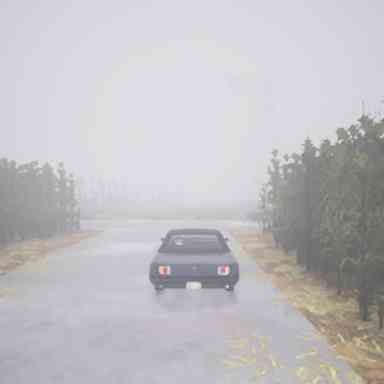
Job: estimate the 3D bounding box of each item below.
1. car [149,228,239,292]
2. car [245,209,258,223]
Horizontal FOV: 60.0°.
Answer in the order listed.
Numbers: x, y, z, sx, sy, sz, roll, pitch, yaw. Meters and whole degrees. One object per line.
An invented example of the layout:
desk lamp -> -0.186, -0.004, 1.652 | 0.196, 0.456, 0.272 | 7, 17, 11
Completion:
car -> 0.064, 1.639, 9.031 | 1.895, 1.301, 4.718 | 0, 0, 1
car -> 6.505, 1.632, 25.913 | 4.674, 1.442, 1.812 | 0, 0, 0
